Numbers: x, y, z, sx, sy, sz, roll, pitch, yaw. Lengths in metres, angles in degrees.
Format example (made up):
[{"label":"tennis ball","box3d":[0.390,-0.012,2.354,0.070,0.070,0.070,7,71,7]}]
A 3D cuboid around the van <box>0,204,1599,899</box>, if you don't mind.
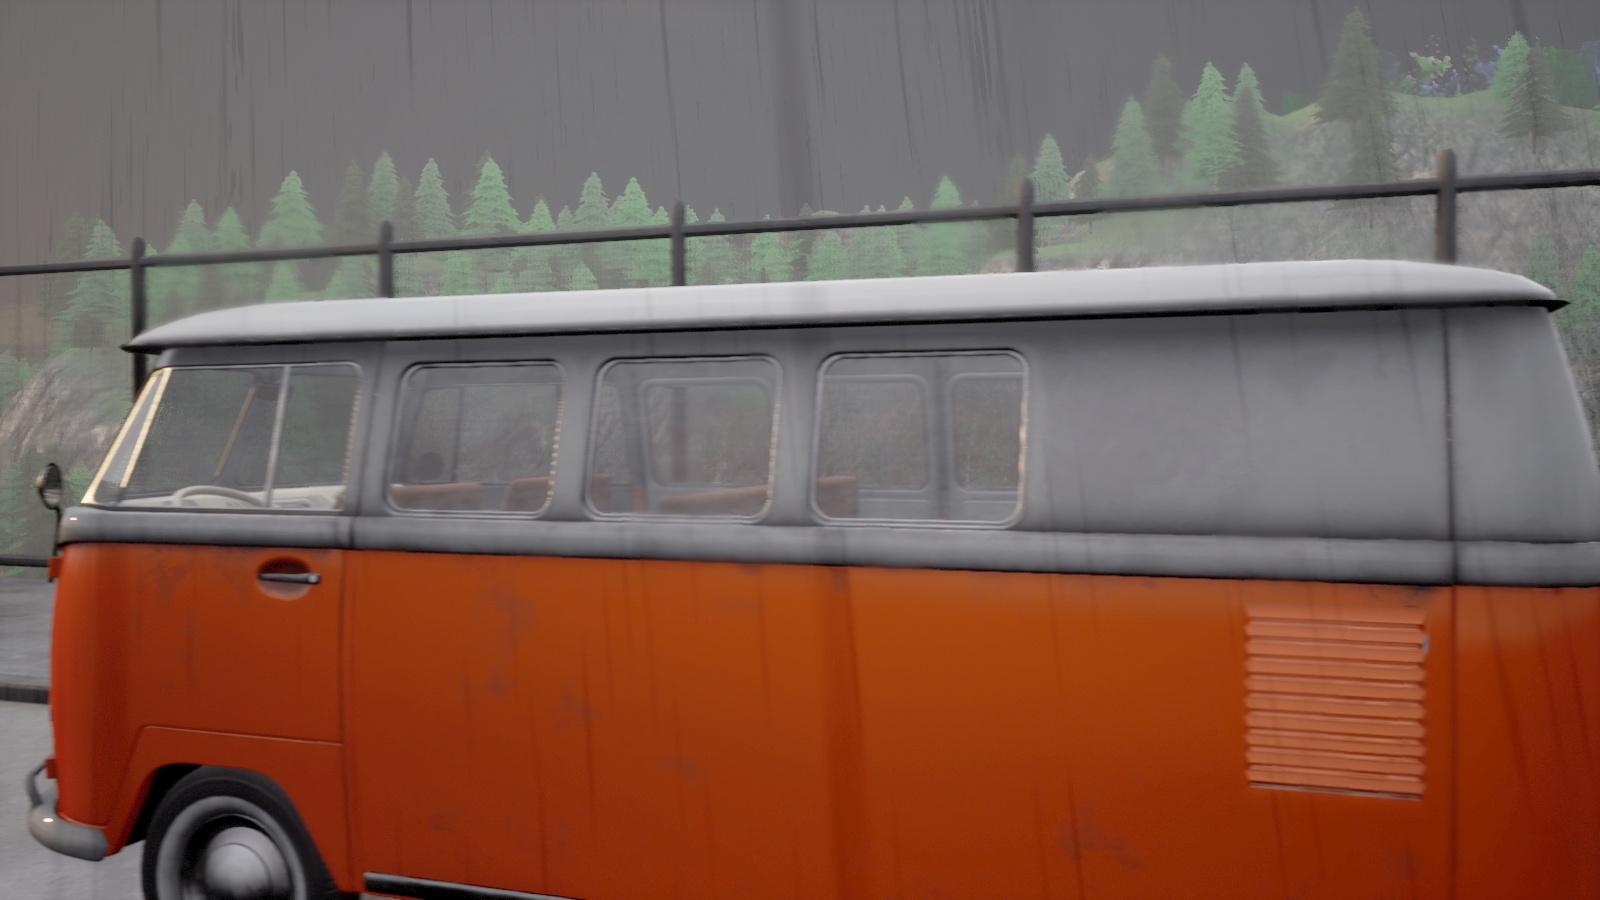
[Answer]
[{"label":"van","box3d":[-0.193,0.518,3.780,4.442,1.987,1.775,1,1,19]}]
